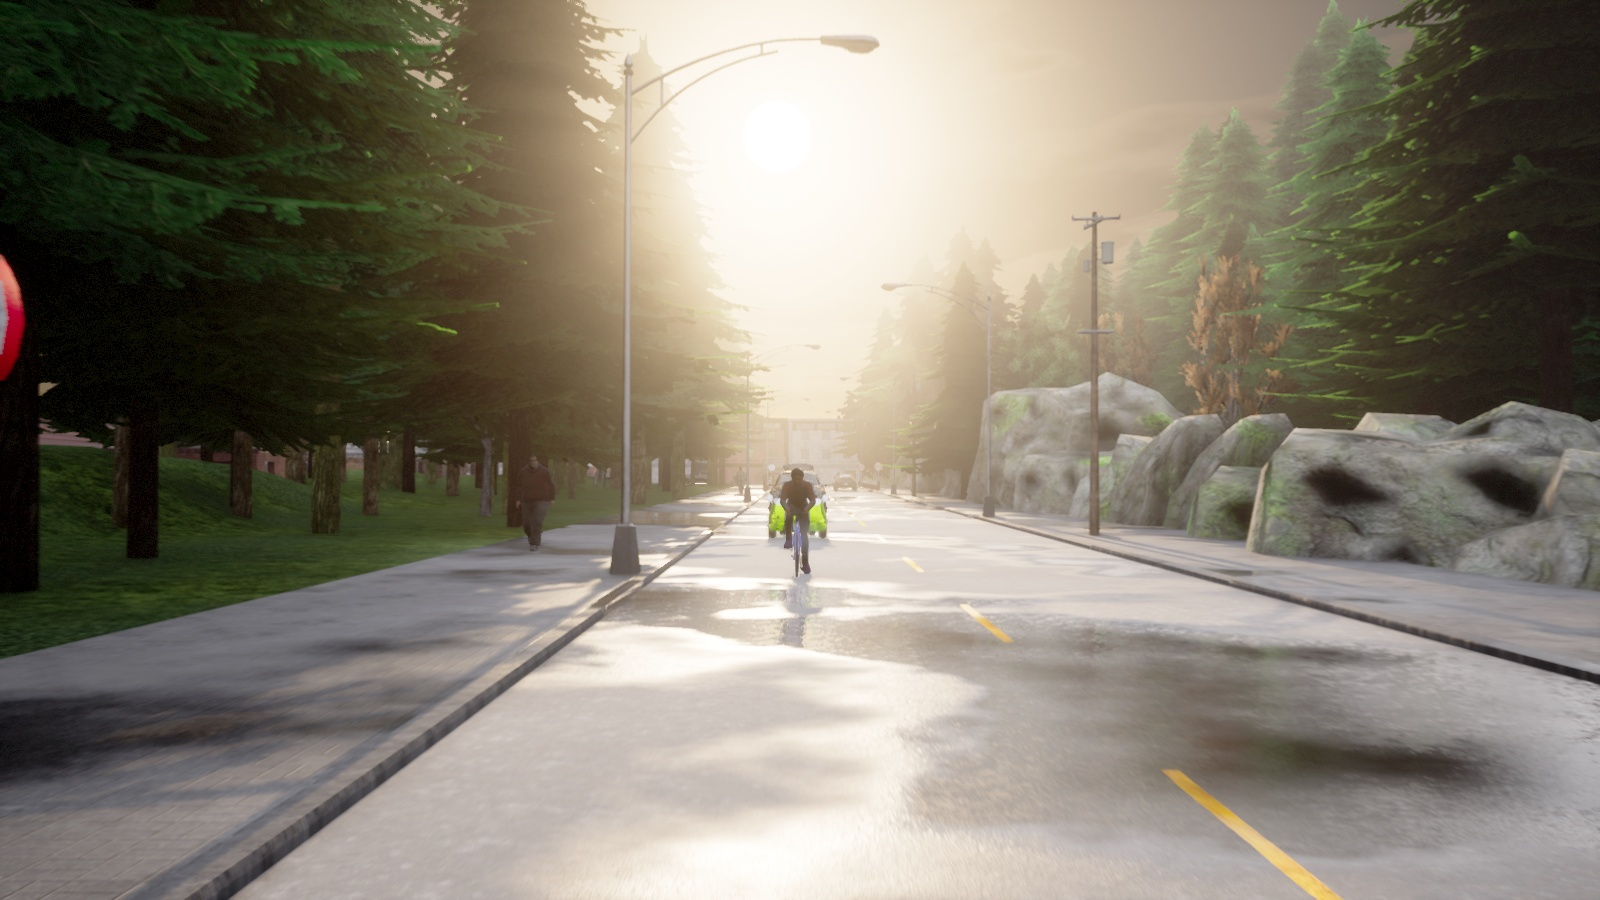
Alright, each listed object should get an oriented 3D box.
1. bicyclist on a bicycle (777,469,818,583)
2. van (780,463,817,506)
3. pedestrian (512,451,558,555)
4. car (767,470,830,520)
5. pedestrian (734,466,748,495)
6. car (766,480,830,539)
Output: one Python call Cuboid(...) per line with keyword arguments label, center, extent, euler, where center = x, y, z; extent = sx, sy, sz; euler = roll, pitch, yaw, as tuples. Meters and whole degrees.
Cuboid(label="bicyclist on a bicycle", center=(-0.035, 1.105, 18.878), extent=(0.582, 1.620, 1.656), euler=(0, -1, 0))
Cuboid(label="van", center=(-0.081, 1.663, 61.810), extent=(1.775, 1.987, 4.442), euler=(0, -1, 0))
Cuboid(label="pedestrian", center=(-4.822, 0.952, 22.876), extent=(0.634, 1.844, 0.899), euler=(0, -1, 1))
Cuboid(label="car", center=(-0.060, 1.516, 43.320), extent=(2.033, 1.649, 4.856), euler=(0, -1, 0))
Cuboid(label="pedestrian", center=(-3.830, 1.994, 81.810), extent=(0.874, 1.855, 0.900), euler=(0, -1, 0))
Cuboid(label="car", center=(-0.046, 1.406, 30.167), extent=(1.481, 1.376, 2.207), euler=(0, -2, 0))
